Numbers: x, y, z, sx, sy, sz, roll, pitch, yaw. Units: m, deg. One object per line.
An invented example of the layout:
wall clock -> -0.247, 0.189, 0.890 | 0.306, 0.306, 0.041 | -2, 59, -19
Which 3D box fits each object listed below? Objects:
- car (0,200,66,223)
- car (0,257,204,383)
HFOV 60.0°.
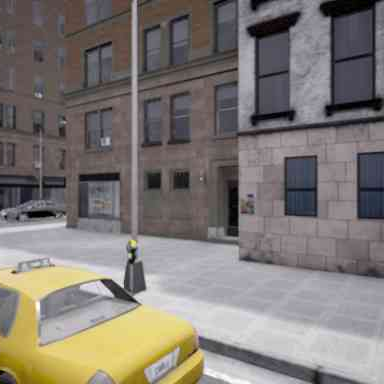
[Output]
car -> -11.938, 1.418, 25.387 | 2.128, 1.511, 4.902 | 0, 0, 33
car -> -2.180, 1.528, 4.283 | 4.829, 1.417, 1.752 | 0, 0, 34
